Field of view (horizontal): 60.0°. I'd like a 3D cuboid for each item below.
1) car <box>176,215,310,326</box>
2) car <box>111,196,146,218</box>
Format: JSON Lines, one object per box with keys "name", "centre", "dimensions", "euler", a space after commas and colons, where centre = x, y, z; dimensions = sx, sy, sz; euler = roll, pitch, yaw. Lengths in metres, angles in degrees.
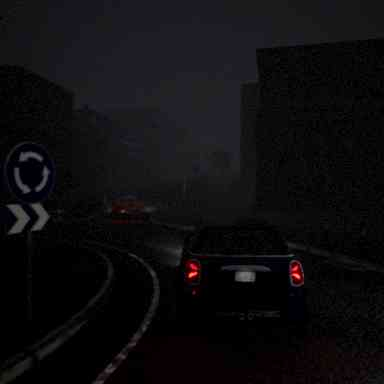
{"name": "car", "centre": [0.822, 1.265, 7.107], "dimensions": [2.097, 1.767, 4.553], "euler": [1, 1, 1]}
{"name": "car", "centre": [-4.688, 1.011, 24.958], "dimensions": [1.882, 1.535, 5.008], "euler": [0, 3, -1]}
